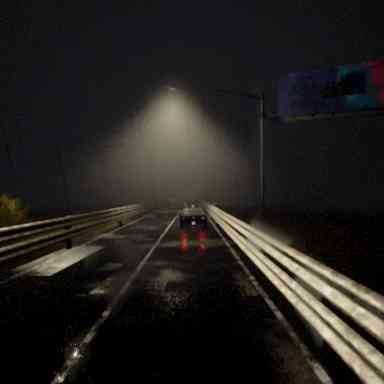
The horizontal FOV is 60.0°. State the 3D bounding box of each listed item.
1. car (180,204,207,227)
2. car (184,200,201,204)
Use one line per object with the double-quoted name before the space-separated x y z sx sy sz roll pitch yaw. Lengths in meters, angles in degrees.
"car" 0.103 1.816 24.479 1.895 1.301 4.718 0 0 0
"car" 0.103 1.715 41.481 2.097 1.767 4.553 0 0 0
